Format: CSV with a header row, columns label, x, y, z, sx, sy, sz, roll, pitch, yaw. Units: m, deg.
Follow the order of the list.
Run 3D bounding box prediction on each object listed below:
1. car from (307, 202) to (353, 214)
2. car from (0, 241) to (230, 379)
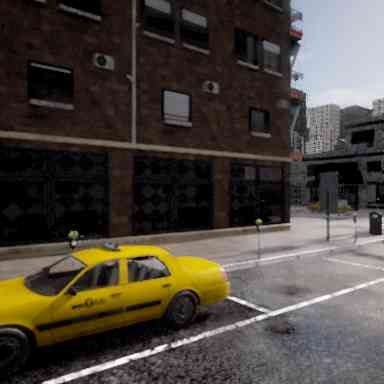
label,x,y,z,sx,sy,sz,roll,pitch,yaw
car,15.091,1.572,36.679,1.752,1.417,4.829,0,0,-35
car,-1.564,1.531,5.447,4.829,1.417,1.752,0,0,-36
